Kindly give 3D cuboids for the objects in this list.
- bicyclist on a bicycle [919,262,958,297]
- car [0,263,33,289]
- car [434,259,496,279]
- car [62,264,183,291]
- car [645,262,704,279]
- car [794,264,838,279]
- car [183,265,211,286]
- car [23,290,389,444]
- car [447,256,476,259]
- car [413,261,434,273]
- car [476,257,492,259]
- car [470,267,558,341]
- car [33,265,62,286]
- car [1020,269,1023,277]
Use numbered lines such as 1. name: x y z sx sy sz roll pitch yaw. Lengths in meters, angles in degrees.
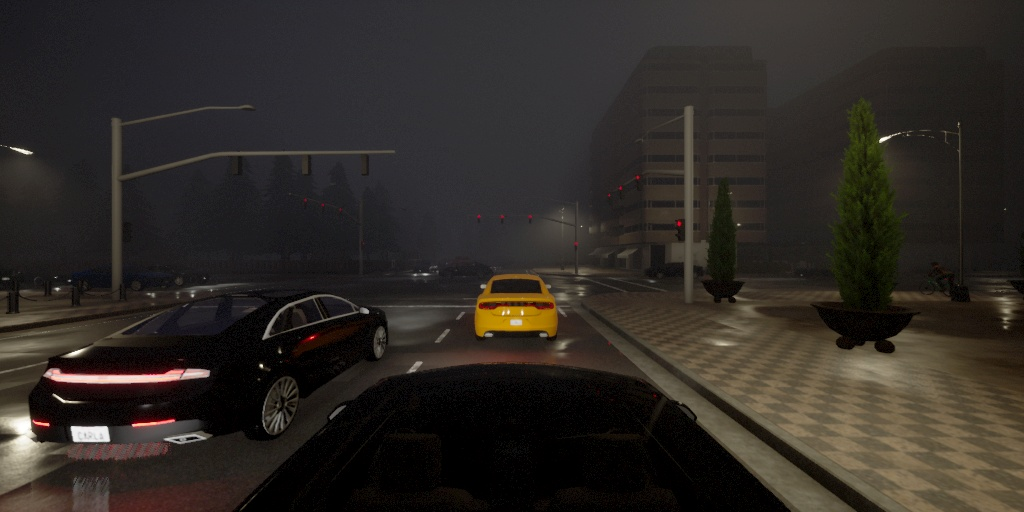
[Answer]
1. bicyclist on a bicycle: 20.288 1.108 17.051 0.582 1.620 1.656 0 0 0
2. car: -33.367 1.030 21.697 5.566 2.045 2.150 0 0 0
3. car: -4.167 1.274 32.472 4.902 1.511 2.128 0 0 0
4. car: -23.432 1.286 21.721 5.008 1.535 1.882 0 0 0
5. car: 14.649 1.288 32.520 5.008 1.535 1.882 0 0 0
6. car: 28.498 1.410 32.553 4.718 1.301 1.895 0 0 0
7. car: -24.015 1.314 25.231 4.892 1.490 1.837 0 0 1
8. car: -3.423 1.242 5.354 2.128 1.511 4.902 0 0 1
9. car: -6.710 0.978 48.418 2.150 2.045 5.566 0 0 4
10. car: -10.401 1.304 43.591 2.033 1.411 5.357 0 0 2
11. car: -5.320 1.263 58.531 1.837 1.490 4.892 0 0 15
12. car: 0.107 1.229 9.936 1.882 1.535 5.008 0 0 0
13. car: -33.757 1.356 25.194 5.357 1.411 2.033 0 0 0
14. car: 49.440 1.412 32.509 4.718 1.301 1.895 0 0 0
